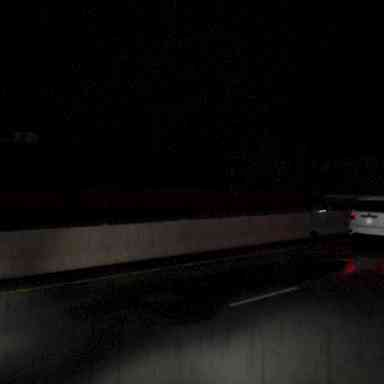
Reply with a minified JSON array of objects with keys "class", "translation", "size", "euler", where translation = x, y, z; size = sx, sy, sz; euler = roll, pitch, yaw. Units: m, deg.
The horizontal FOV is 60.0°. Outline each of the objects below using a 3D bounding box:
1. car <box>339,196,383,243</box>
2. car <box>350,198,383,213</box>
[{"class":"car","translation":[9.095,1.190,14.536],"size":[5.566,2.045,2.150],"euler":[0,0,-36]},{"class":"car","translation":[19.928,1.471,37.816],"size":[2.033,1.411,5.357],"euler":[0,0,43]}]
